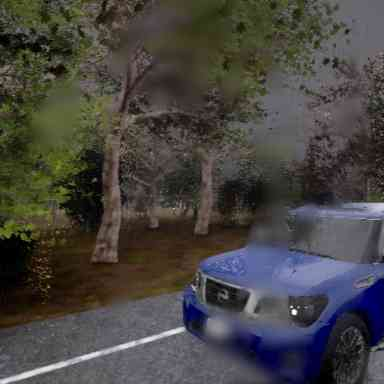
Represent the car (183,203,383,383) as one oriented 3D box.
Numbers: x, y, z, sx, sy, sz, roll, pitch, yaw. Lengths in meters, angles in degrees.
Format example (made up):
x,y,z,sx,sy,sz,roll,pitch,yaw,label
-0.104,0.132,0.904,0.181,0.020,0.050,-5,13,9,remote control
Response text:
x,y,z,sx,sy,sz,roll,pitch,yaw,label
2.534,1.230,5.496,5.566,2.045,2.150,0,0,-36,car
